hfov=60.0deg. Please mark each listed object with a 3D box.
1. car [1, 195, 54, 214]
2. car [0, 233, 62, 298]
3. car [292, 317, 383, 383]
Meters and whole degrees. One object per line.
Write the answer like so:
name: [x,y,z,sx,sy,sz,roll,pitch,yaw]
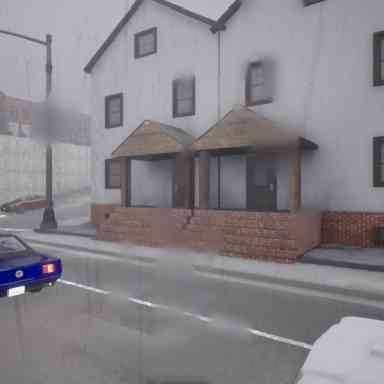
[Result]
car: [-14.385,0.973,29.266,1.994,1.385,4.181,0,7,35]
car: [-5.131,1.601,7.632,4.718,1.301,1.895,0,0,36]
car: [2.984,1.601,1.853,4.718,1.301,1.895,0,0,36]
